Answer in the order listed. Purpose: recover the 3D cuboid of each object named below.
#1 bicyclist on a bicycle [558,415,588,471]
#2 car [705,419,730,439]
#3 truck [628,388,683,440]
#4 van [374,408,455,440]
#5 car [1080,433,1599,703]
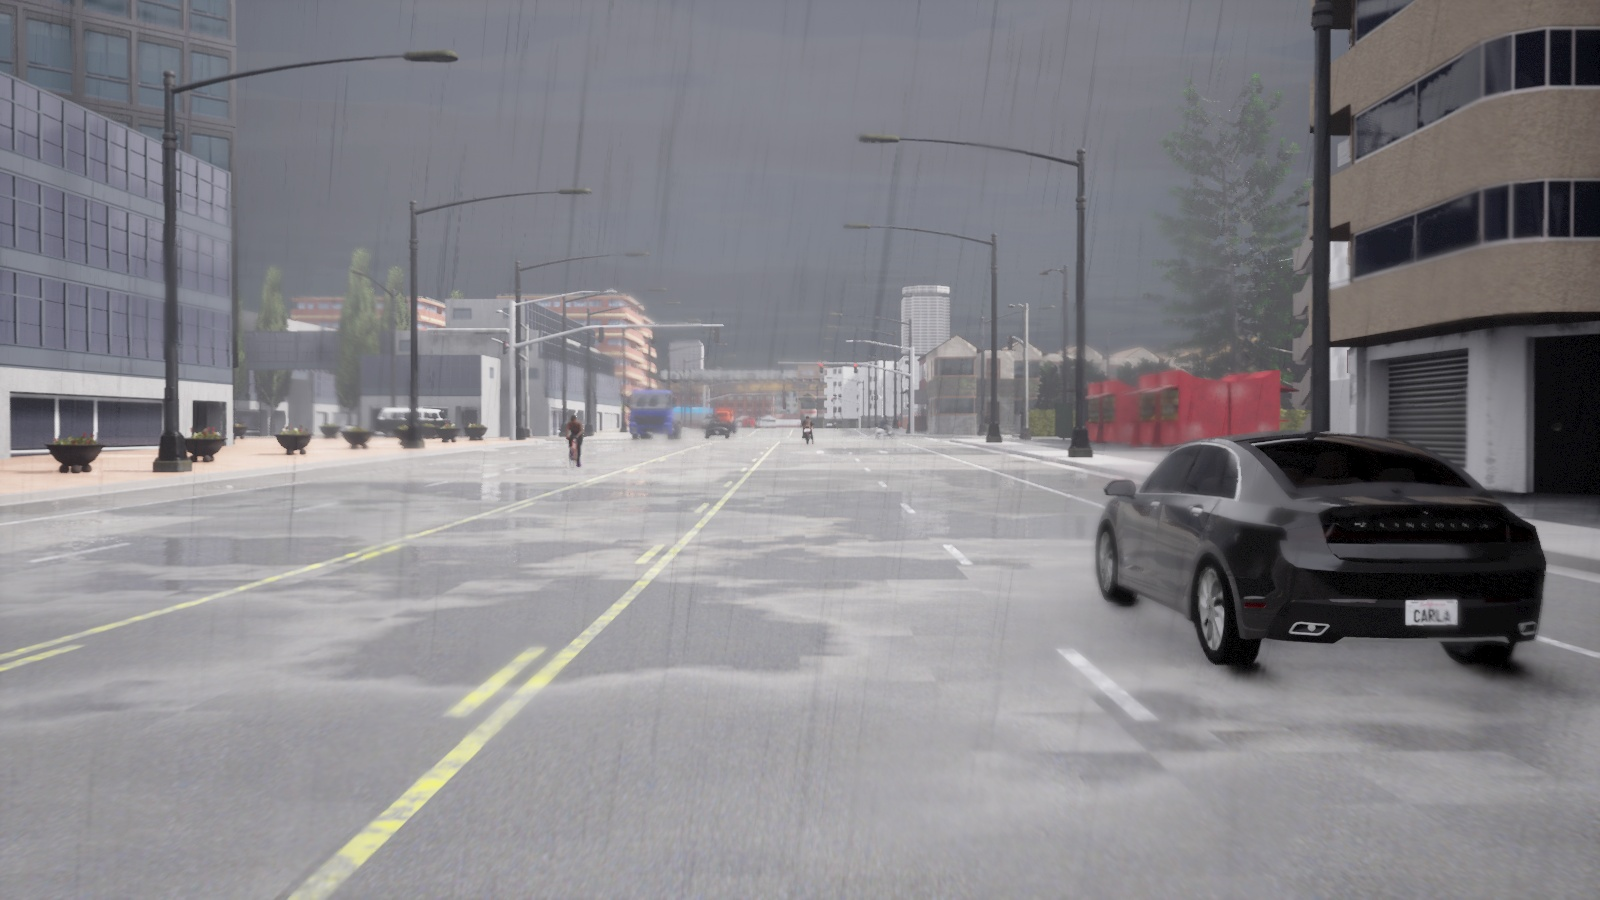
[{"bbox_3d":[-6.768,-0.227,37.552,0.582,1.620,1.656,0,2,0],"label":"bicyclist on a bicycle"},{"bbox_3d":[-6.264,-1.582,95.394,1.816,1.474,4.193,0,1,-4],"label":"car"},{"bbox_3d":[-9.977,-2.449,87.637,2.891,3.462,7.936,0,1,0],"label":"truck"},{"bbox_3d":[-24.477,-1.635,79.783,4.480,2.038,2.069,0,1,1],"label":"van"},{"bbox_3d":[3.570,0.630,9.493,1.837,1.490,4.892,0,1,0],"label":"car"}]
